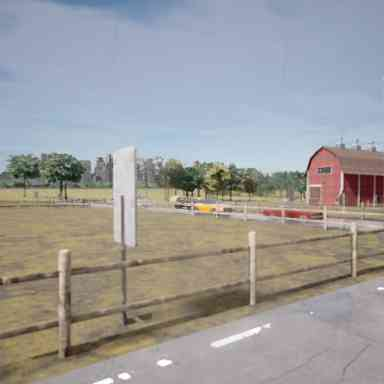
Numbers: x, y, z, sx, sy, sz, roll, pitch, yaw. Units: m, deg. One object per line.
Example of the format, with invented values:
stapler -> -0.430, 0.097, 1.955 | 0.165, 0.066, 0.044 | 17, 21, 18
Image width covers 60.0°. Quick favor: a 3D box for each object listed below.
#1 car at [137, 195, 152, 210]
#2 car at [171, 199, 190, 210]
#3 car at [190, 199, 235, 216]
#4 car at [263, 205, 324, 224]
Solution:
car -> -7.950, 1.476, 48.559 | 2.150, 2.045, 5.566 | -1, 0, -35
car -> -0.958, 1.649, 43.756 | 1.837, 1.490, 4.892 | -1, 0, -35
car -> 2.273, 1.475, 34.115 | 2.097, 1.767, 4.553 | -1, 0, -35
car -> 7.966, 1.695, 26.144 | 1.895, 1.301, 4.718 | -1, 0, -36
